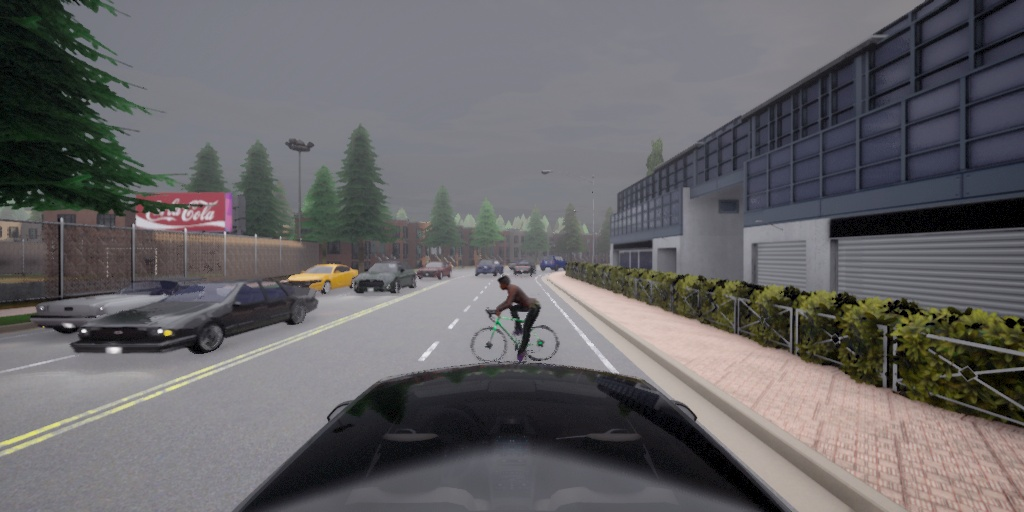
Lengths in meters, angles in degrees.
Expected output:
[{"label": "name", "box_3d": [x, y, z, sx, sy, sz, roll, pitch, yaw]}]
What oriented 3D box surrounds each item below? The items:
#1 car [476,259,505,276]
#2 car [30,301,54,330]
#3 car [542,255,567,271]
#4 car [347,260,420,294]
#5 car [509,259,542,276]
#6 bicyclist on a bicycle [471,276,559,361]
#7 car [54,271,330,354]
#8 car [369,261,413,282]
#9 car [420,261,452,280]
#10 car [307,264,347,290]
[{"label": "car", "box_3d": [-2.137, 1.080, 36.231, 2.097, 1.767, 4.553, 0, 0, 10]}, {"label": "car", "box_3d": [-10.555, 1.344, 10.749, 1.895, 1.301, 4.718, 0, 0, 0]}, {"label": "car", "box_3d": [5.592, 0.944, 47.414, 2.150, 2.045, 5.566, 0, 0, 29]}, {"label": "car", "box_3d": [-6.931, 1.089, 19.961, 2.097, 1.767, 4.553, 0, 0, 1]}, {"label": "car", "box_3d": [1.408, 1.219, 36.350, 2.128, 1.511, 4.902, 0, 0, 11]}, {"label": "bicyclist on a bicycle", "box_3d": [0.037, 1.193, 6.709, 1.656, 1.620, 0.582, -2, 0, 0]}, {"label": "car", "box_3d": [-7.071, 1.293, 9.046, 2.033, 1.411, 5.357, 0, 0, 0]}, {"label": "car", "box_3d": [-10.110, 1.236, 30.366, 1.837, 1.490, 4.892, 0, 0, 4]}, {"label": "car", "box_3d": [-6.586, 1.209, 31.065, 1.882, 1.535, 5.008, 0, 0, 4]}, {"label": "car", "box_3d": [-10.448, 1.215, 20.212, 1.882, 1.535, 5.008, 0, 0, 1]}]
